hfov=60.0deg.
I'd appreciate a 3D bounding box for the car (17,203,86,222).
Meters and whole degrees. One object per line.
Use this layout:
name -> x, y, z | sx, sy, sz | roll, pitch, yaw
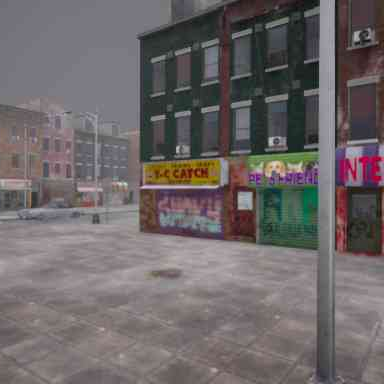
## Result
car -> -10.658, 1.511, 25.485 | 1.895, 1.301, 4.718 | 0, 0, 36
